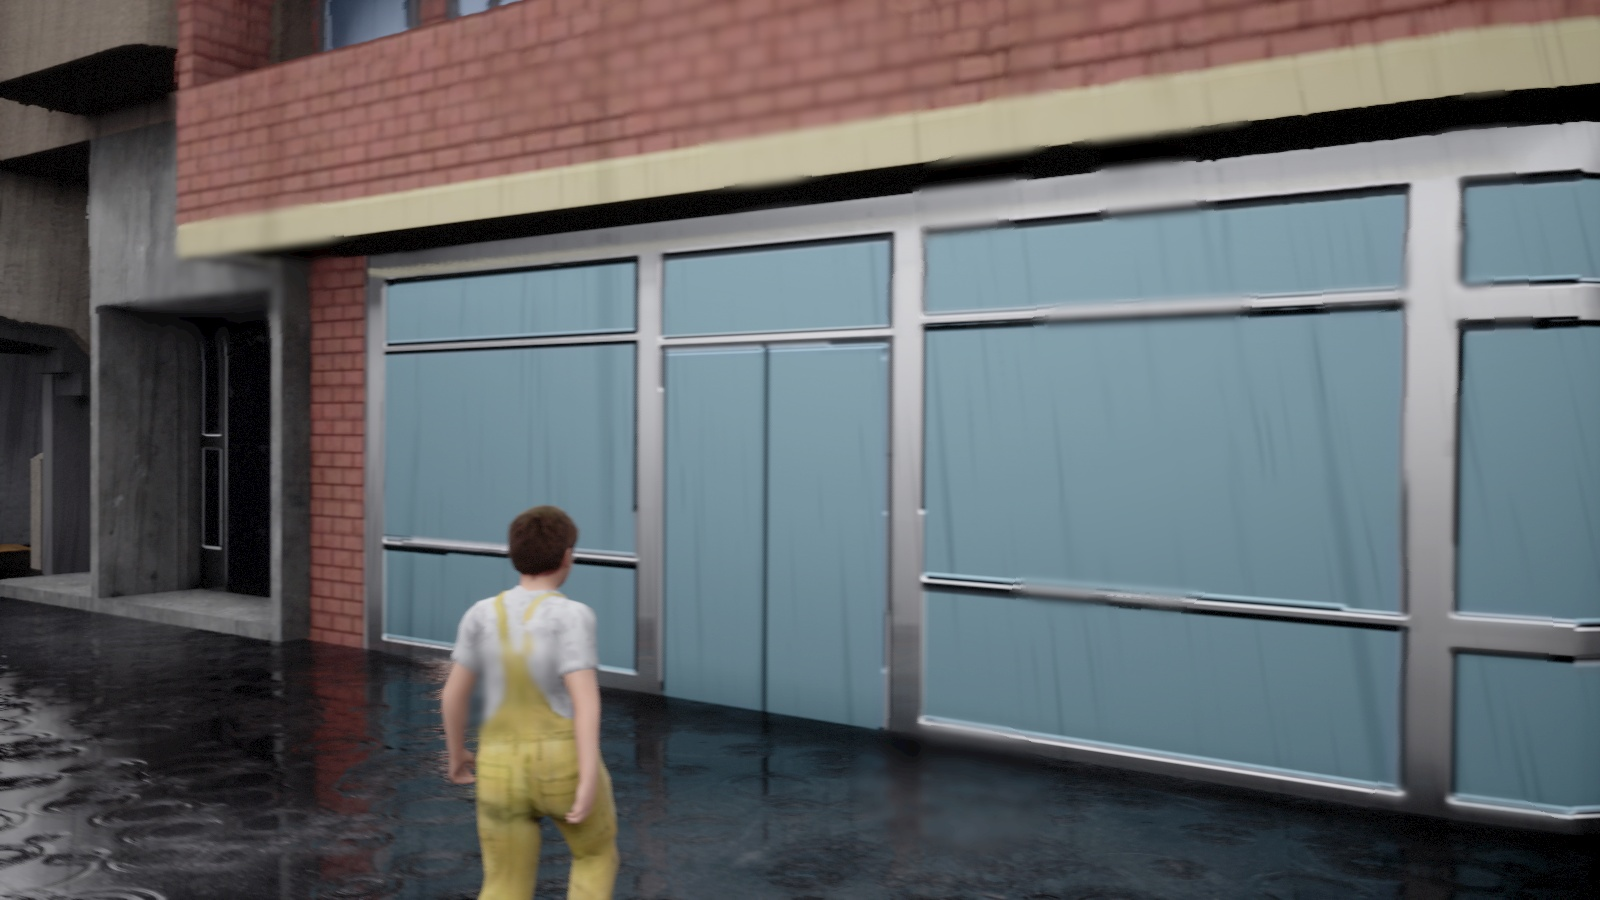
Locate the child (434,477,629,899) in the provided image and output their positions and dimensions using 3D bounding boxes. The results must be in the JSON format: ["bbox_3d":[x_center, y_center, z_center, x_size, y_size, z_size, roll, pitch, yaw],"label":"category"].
[{"bbox_3d":[-0.587,0.700,2.826,0.270,1.263,0.437,0,1,10],"label":"child"}]
